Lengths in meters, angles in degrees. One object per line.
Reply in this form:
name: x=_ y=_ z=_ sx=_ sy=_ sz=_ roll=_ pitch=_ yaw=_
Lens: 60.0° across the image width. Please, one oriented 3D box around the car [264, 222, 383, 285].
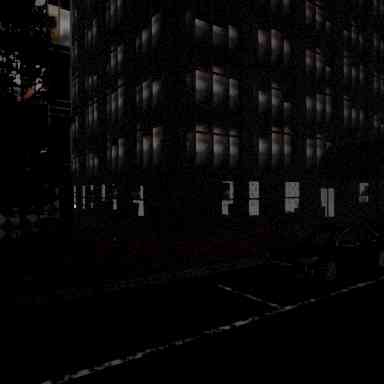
car: x=3.926 y=1.549 z=9.396 sx=4.403 sy=1.369 sz=2.008 roll=0 pitch=-1 yaw=-36
